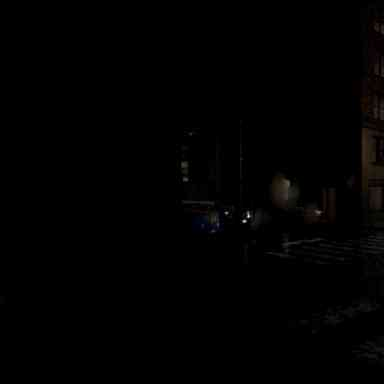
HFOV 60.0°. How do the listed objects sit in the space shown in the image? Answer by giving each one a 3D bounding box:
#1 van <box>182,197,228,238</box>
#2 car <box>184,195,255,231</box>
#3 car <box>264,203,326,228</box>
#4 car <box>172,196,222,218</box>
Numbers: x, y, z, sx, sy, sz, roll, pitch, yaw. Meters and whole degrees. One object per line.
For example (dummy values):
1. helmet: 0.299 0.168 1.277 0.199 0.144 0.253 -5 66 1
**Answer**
1. van: -0.199 1.340 17.478 1.690 1.788 3.998 0 0 -35
2. car: 1.310 1.215 20.167 2.150 2.045 5.566 0 0 -33
3. car: 6.771 1.423 22.388 1.967 1.590 4.097 0 0 -35
4. car: 0.357 1.291 31.533 2.192 1.841 5.009 0 0 -35
